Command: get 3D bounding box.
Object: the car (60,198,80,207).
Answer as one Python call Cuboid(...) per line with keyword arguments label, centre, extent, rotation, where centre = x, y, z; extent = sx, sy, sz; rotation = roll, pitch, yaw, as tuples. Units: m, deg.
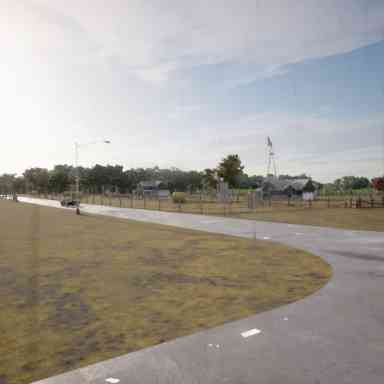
Cuboid(label="car", centre=(-18.401, 1.568, 50.116), extent=(1.895, 1.301, 4.718), rotation=(-1, 1, -35))
